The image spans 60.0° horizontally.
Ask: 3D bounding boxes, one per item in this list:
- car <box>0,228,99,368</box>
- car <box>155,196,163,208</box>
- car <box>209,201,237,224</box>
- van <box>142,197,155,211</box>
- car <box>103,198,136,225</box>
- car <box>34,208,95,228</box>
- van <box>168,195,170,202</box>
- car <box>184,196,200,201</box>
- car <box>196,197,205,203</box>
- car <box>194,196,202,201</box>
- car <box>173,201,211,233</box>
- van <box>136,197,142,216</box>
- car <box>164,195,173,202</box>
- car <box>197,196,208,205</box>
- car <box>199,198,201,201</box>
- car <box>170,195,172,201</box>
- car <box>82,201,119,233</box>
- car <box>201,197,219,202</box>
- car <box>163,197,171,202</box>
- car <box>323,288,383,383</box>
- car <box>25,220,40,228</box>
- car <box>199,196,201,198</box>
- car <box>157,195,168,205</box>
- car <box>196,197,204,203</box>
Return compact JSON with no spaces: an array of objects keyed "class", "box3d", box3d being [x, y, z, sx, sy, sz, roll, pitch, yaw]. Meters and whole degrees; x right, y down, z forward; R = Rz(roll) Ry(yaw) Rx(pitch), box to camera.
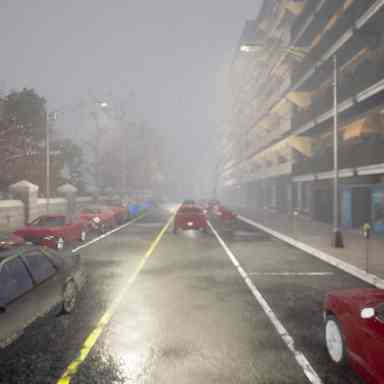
[{"class":"car","box3d":[-3.136,1.573,4.813,2.033,1.411,5.357,0,0,-1]},{"class":"car","box3d":[-6.246,1.771,53.457,1.947,1.339,4.313,0,0,-1]},{"class":"car","box3d":[2.434,1.643,25.395,1.802,1.307,4.206,0,0,-1]},{"class":"van","box3d":[-6.127,1.503,42.197,1.690,1.788,3.998,0,0,-1]},{"class":"car","box3d":[-5.947,1.415,25.307,2.192,1.841,5.009,0,0,-1]},{"class":"car","box3d":[-5.825,1.605,14.047,1.887,1.381,4.507,0,0,-1]},{"class":"van","box3d":[-6.487,1.643,75.976,1.690,1.788,3.998,0,0,-1]},{"class":"car","box3d":[-0.345,1.615,42.710,1.882,1.535,5.008,0,0,-1]},{"class":"car","box3d":[1.892,1.789,76.235,1.752,1.417,4.829,0,0,-1]},{"class":"car","box3d":[1.714,1.910,92.957,1.947,1.339,4.313,0,0,-1]},{"class":"car","box3d":[-0.111,1.531,20.034,1.882,1.535,5.008,0,0,-1]},{"class":"van","box3d":[-6.007,1.462,30.937,1.690,1.788,3.998,0,0,-1]},{"class":"car","box3d":[-6.667,1.698,92.868,2.192,1.841,5.009,0,0,-1]},{"class":"car","box3d":[2.013,1.652,64.806,1.967,1.590,4.097,0,0,-1]},{"class":"car","box3d":[2.254,1.705,42.286,1.802,1.307,4.206,0,0,-1]},{"class":"car","box3d":[-6.546,1.910,81.605,1.802,1.307,4.206,0,0,-1]},{"class":"car","box3d":[-5.885,1.520,19.676,1.967,1.590,4.097,0,0,-1]},{"class":"car","box3d":[2.313,1.543,36.656,1.967,1.590,4.097,0,0,-1]},{"class":"car","box3d":[-6.606,1.900,87.236,1.887,1.381,4.507,0,0,-1]},{"class":"car","box3d":[2.675,1.539,2.878,1.887,1.381,4.507,0,0,-1]},{"class":"car","box3d":[-5.765,1.628,8.420,1.802,1.307,4.206,0,0,-1]},{"class":"car","box3d":[2.134,1.732,53.546,1.947,1.339,4.313,0,0,-1]},{"class":"car","box3d":[-6.367,1.566,64.717,2.192,1.841,5.009,0,0,-1]},{"class":"car","box3d":[1.834,1.871,81.695,1.802,1.307,4.206,0,0,-1]}]
